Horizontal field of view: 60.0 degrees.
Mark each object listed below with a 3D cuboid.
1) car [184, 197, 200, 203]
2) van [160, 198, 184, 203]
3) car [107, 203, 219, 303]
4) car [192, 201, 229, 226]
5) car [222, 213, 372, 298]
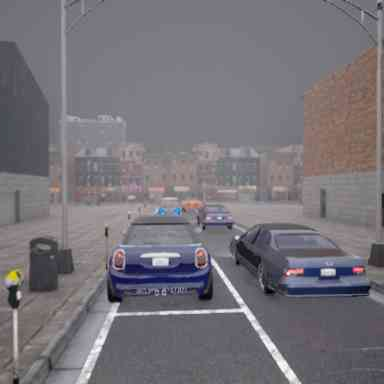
[{"bbox_3d":[-0.123,1.309,38.699,2.097,1.767,4.553,0,0,-4],"label":"car"},{"bbox_3d":[-1.732,1.314,25.292,1.690,1.788,3.998,-1,0,-4],"label":"van"},{"bbox_3d":[-0.762,1.342,8.439,2.097,1.767,4.553,0,0,-4],"label":"car"},{"bbox_3d":[1.343,1.515,21.171,2.033,1.411,5.357,0,0,-4],"label":"car"},{"bbox_3d":[2.320,1.525,8.645,2.033,1.411,5.357,0,0,-4],"label":"car"}]
